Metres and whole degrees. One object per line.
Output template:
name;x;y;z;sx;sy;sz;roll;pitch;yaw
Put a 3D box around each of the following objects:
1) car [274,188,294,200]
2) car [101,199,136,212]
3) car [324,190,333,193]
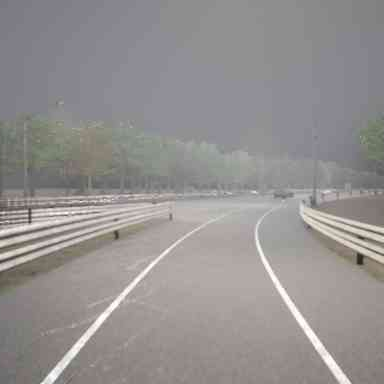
car;17.352;0.333;62.678;2.150;2.045;5.566;1;2;37
car;-6.402;1.363;31.528;1.812;1.442;4.674;1;2;37
car;35.753;0.101;86.757;1.812;1.442;4.674;1;1;37
